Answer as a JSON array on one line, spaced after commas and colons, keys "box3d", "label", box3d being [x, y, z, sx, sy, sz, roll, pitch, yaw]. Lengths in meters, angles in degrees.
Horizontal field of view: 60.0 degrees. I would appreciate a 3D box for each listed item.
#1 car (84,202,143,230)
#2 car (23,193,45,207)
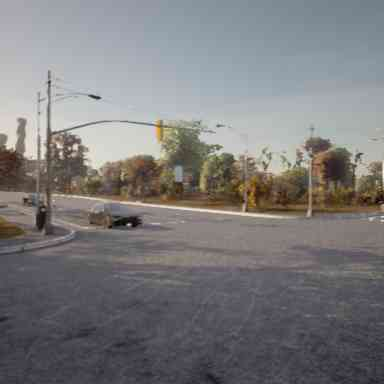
[{"box3d": [-4.906, 1.341, 20.052, 2.033, 1.411, 5.357, 0, 1, -35], "label": "car"}, {"box3d": [-19.045, 0.968, 39.953, 1.837, 1.490, 4.892, 0, 1, -35], "label": "car"}]
